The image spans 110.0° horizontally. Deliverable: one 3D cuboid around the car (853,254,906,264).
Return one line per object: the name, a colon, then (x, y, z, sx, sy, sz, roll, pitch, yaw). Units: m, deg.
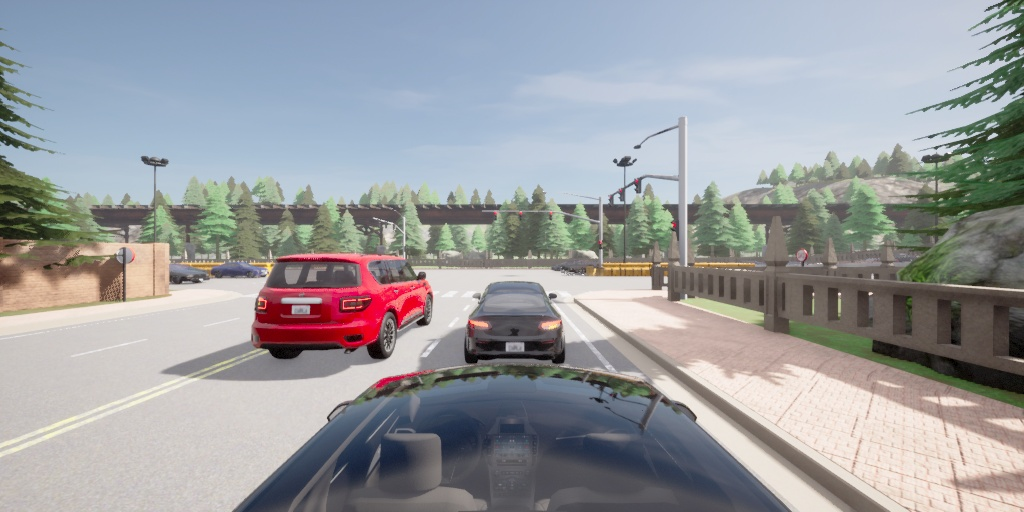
car: (43.637, 0.870, 43.049, 4.674, 1.442, 1.812, -3, 0, 0)

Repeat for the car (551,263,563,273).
car: (7.174, 1.242, 43.155, 4.902, 1.511, 2.128, 0, 0, 0)

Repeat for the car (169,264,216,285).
car: (-24.846, 1.297, 25.595, 5.357, 1.411, 2.033, 0, 0, 0)

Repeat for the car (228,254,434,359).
car: (-3.441, 0.971, 8.531, 2.150, 2.045, 5.566, 0, 0, 0)

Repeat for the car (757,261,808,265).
car: (30.665, 1.290, 39.579, 5.357, 1.411, 2.033, 0, 0, 0)

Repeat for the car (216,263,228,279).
car: (-24.700, 1.276, 32.594, 4.674, 1.442, 1.812, 0, 0, 0)

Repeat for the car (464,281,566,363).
car: (0.062, 1.276, 7.980, 1.812, 1.442, 4.674, 0, 0, 0)

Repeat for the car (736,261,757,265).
car: (30.353, 1.291, 46.579, 5.357, 1.411, 2.033, 0, 0, 0)

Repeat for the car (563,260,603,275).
car: (8.783, 1.297, 39.437, 5.357, 1.411, 2.033, 0, 0, -3)
